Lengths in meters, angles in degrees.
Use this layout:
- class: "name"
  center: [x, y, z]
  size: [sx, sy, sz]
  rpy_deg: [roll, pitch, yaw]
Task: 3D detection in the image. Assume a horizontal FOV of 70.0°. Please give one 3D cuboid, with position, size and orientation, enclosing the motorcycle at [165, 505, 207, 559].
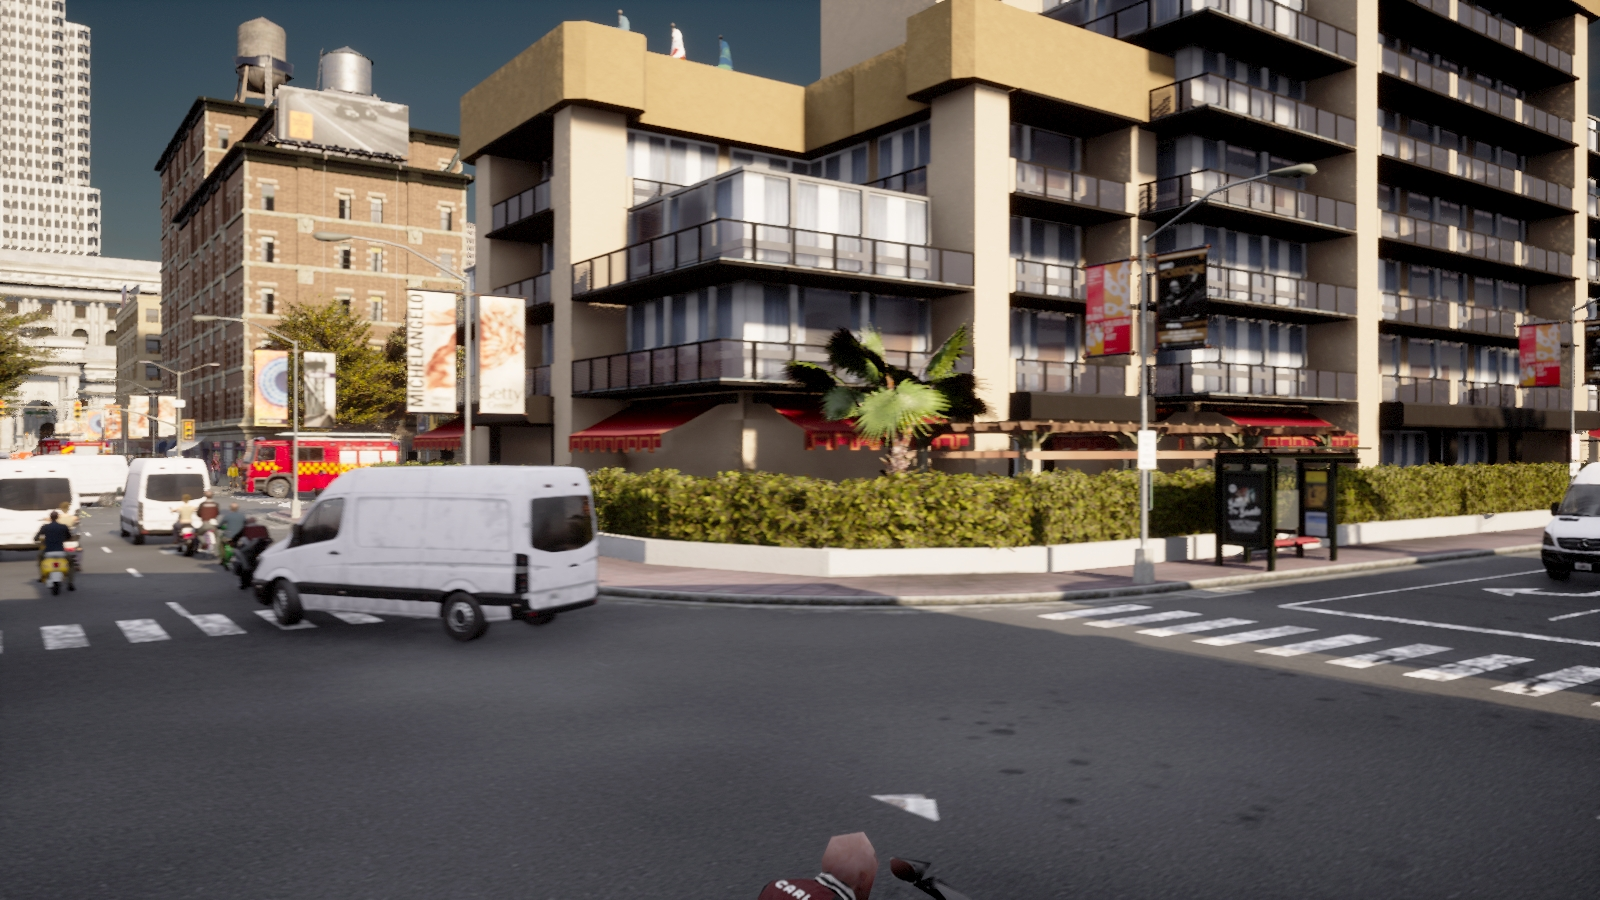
- class: "motorcycle"
  center: [-16.478, 2.170, 30.618]
  size: [0.764, 1.277, 2.356]
  rpy_deg: [0, 0, -34]

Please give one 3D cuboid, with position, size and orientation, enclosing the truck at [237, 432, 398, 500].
- class: "truck"
  center: [-28.616, 0.891, 67.907]
  size: [8.468, 3.827, 2.891]
  rpy_deg: [0, 0, -33]

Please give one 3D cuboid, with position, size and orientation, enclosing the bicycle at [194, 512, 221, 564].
- class: "bicycle"
  center: [-15.042, 2.210, 29.001]
  size: [0.329, 1.171, 1.835]
  rpy_deg: [0, 0, -36]

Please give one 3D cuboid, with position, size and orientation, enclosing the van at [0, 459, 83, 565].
- class: "van"
  center: [-20.638, 1.534, 30.713]
  size: [1.988, 2.561, 5.915]
  rpy_deg: [0, 0, -35]

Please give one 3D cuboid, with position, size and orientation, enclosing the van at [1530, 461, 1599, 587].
- class: "van"
  center: [18.649, 1.534, 25.380]
  size: [5.915, 2.561, 1.988]
  rpy_deg: [0, 0, -35]

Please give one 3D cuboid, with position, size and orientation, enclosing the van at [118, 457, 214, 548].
- class: "van"
  center: [-19.907, 1.534, 35.742]
  size: [1.988, 2.561, 5.915]
  rpy_deg: [0, 0, -36]

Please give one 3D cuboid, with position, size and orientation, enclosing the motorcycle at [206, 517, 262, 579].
- class: "motorcycle"
  center: [-12.833, 2.182, 25.875]
  size: [0.856, 1.236, 1.805]
  rpy_deg: [0, 0, -36]

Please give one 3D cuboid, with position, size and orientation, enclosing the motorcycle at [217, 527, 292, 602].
- class: "motorcycle"
  center: [-10.738, 2.205, 22.453]
  size: [0.867, 1.251, 2.209]
  rpy_deg: [0, 0, -38]

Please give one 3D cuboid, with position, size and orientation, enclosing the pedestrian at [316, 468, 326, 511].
- class: "pedestrian"
  center: [-20.782, 1.696, 49.570]
  size: [0.375, 1.860, 0.375]
  rpy_deg: [0, 0, -30]

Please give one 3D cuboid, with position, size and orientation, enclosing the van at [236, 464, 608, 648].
- class: "van"
  center: [-6.139, 1.534, 18.383]
  size: [5.915, 2.561, 1.988]
  rpy_deg: [0, 0, 25]

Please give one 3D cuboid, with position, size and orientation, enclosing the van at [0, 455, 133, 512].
- class: "van"
  center: [-35.364, 1.534, 54.530]
  size: [1.988, 2.561, 5.915]
  rpy_deg: [-1, 0, 27]

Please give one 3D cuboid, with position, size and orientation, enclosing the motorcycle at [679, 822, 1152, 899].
- class: "motorcycle"
  center: [0.125, 2.205, 3.865]
  size: [2.209, 1.251, 0.867]
  rpy_deg: [0, 0, -35]
